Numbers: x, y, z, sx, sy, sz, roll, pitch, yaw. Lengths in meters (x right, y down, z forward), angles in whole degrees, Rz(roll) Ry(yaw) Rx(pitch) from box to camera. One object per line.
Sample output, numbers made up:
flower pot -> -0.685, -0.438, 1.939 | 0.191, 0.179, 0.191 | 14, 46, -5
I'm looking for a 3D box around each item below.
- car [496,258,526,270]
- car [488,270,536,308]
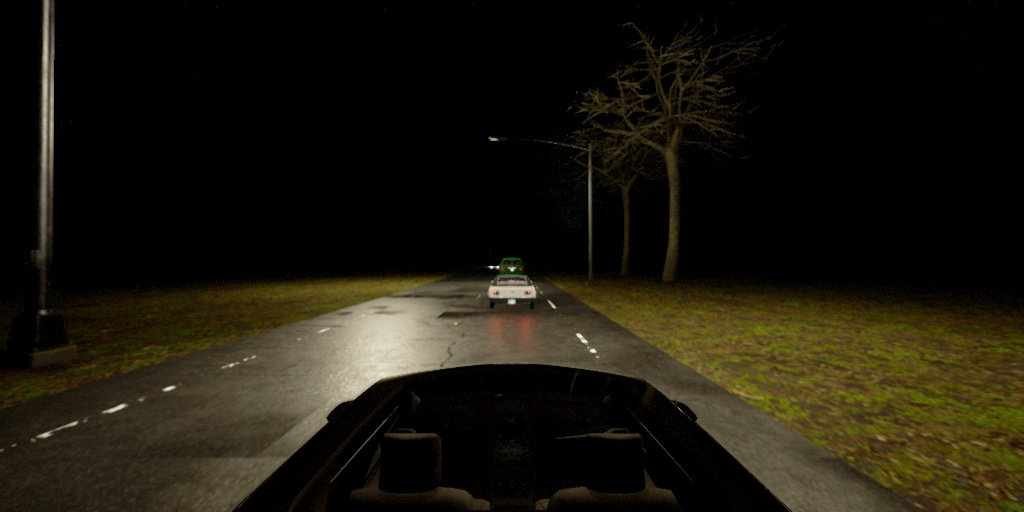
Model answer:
car -> 0.000, 1.198, 30.870 | 2.150, 2.045, 5.566 | 0, 0, 0
car -> 0.001, 1.484, 15.966 | 1.895, 1.301, 4.718 | 0, 0, 0
